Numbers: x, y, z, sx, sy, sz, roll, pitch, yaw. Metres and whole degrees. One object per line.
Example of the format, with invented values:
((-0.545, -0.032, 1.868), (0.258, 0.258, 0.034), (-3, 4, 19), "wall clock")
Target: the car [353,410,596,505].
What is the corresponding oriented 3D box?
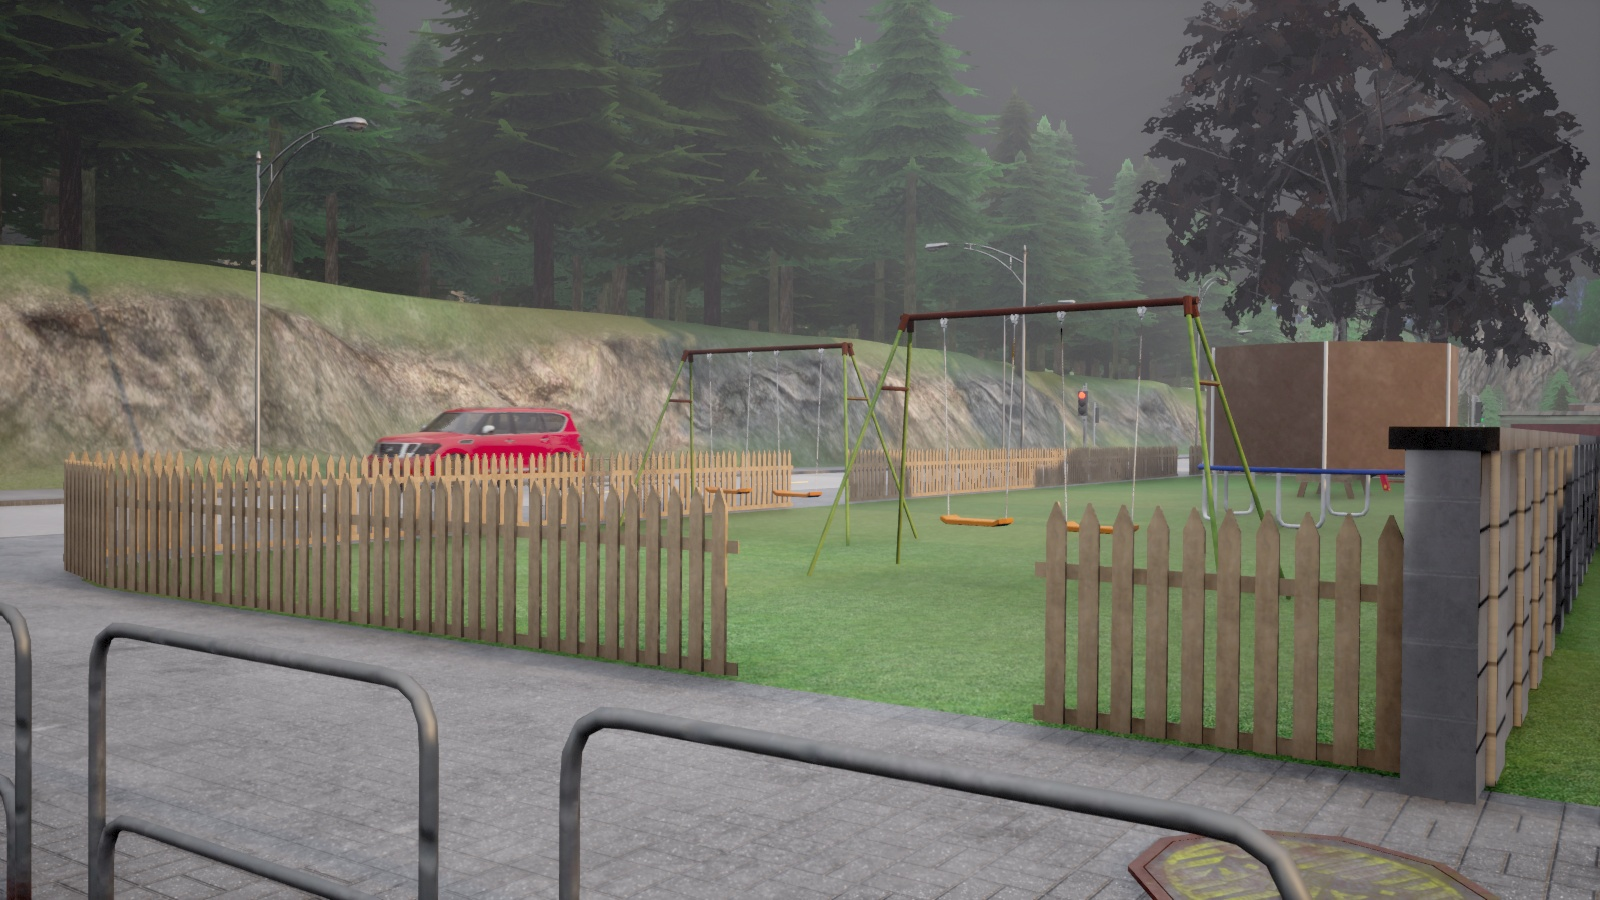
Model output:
((-7.569, 0.111, 29.863), (2.150, 2.045, 5.566), (0, 1, 34), "car")
